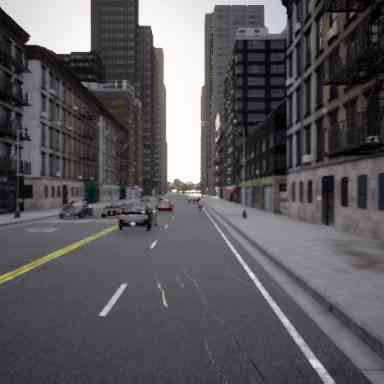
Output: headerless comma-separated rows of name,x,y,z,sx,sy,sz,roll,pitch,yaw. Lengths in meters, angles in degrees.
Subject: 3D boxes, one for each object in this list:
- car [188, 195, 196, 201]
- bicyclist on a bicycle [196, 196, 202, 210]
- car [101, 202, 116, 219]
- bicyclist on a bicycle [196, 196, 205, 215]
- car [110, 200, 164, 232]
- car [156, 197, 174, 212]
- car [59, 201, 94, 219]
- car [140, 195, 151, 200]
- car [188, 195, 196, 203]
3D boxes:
car,-0.067,1.557,87.674,1.994,1.385,4.181,0,0,0
bicyclist on a bicycle,0.862,1.373,41.987,0.659,1.776,1.843,0,0,0
car,-6.610,1.564,29.314,1.994,1.385,4.181,0,0,0
bicyclist on a bicycle,0.856,1.437,33.262,0.866,1.612,1.509,0,0,0
car,-3.164,1.491,20.183,2.128,1.511,4.902,0,0,0
car,-3.179,1.565,39.173,1.994,1.385,4.181,0,0,0
car,-9.860,1.525,28.800,1.812,1.442,4.674,0,0,0
car,-9.803,1.459,69.912,1.837,1.490,4.892,0,0,0
car,-0.055,1.548,72.583,2.033,1.411,5.357,0,0,0
